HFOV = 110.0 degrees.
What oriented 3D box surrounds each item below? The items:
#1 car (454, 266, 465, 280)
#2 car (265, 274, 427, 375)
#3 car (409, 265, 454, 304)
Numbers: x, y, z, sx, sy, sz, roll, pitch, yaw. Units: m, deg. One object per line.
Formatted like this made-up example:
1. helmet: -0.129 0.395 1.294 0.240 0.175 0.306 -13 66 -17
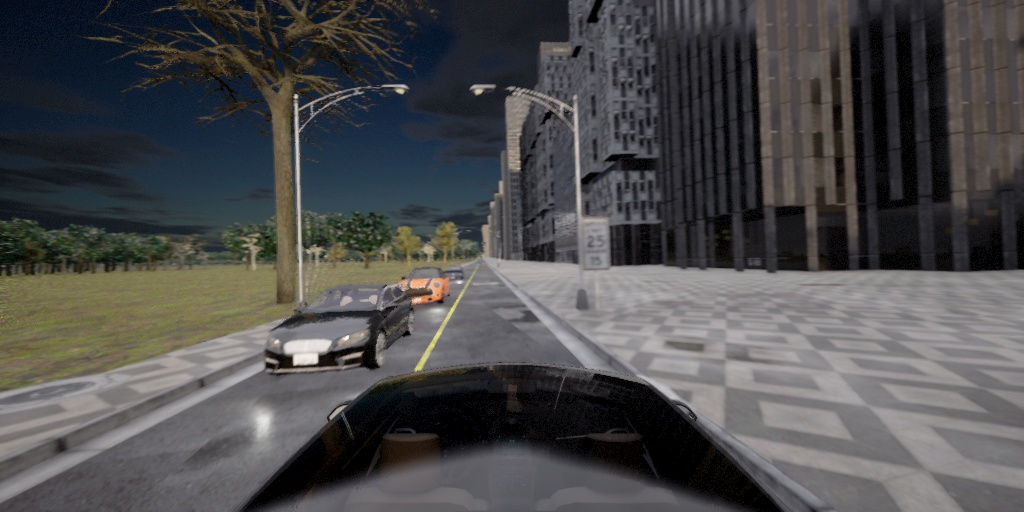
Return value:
1. car: -5.782 1.693 36.530 2.033 1.411 5.357 -2 0 -4
2. car: -3.471 1.388 8.113 2.128 1.511 4.902 -2 0 -5
3. car: -4.276 1.334 17.783 2.097 1.767 4.553 -2 0 -5
